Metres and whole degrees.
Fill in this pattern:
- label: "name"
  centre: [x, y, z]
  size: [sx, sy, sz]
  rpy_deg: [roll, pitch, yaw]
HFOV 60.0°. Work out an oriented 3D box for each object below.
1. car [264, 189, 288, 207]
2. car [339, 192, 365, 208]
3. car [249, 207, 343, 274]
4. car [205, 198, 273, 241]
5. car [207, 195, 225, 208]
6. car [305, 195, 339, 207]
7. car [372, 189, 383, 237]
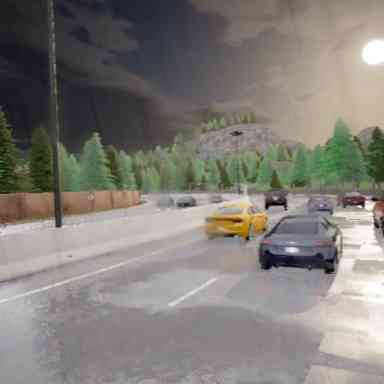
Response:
- label: "car"
  centre: [8.477, 0.710, 33.699]
  size: [2.150, 2.045, 5.566]
  rpy_deg: [-2, 0, 14]
- label: "car"
  centre: [15.281, 0.714, 32.233]
  size: [1.882, 1.535, 5.008]
  rpy_deg: [-2, 0, 15]
- label: "car"
  centre: [3.405, 1.377, 10.117]
  size: [1.994, 1.385, 4.181]
  rpy_deg: [-2, 0, 27]
- label: "car"
  centre: [2.233, 1.304, 15.742]
  size: [1.882, 1.535, 5.008]
  rpy_deg: [-2, 0, 25]
- label: "car"
  centre: [3.180, 1.145, 43.373]
  size: [1.837, 1.490, 4.892]
  rpy_deg: [-2, 0, 10]
- label: "car"
  centre: [10.171, 1.010, 26.665]
  size: [2.033, 1.411, 5.357]
  rpy_deg: [-2, 0, 17]
- label: "car"
  centre: [9.410, 0.780, 14.702]
  size: [2.150, 2.045, 5.566]
  rpy_deg: [-2, 1, 23]
